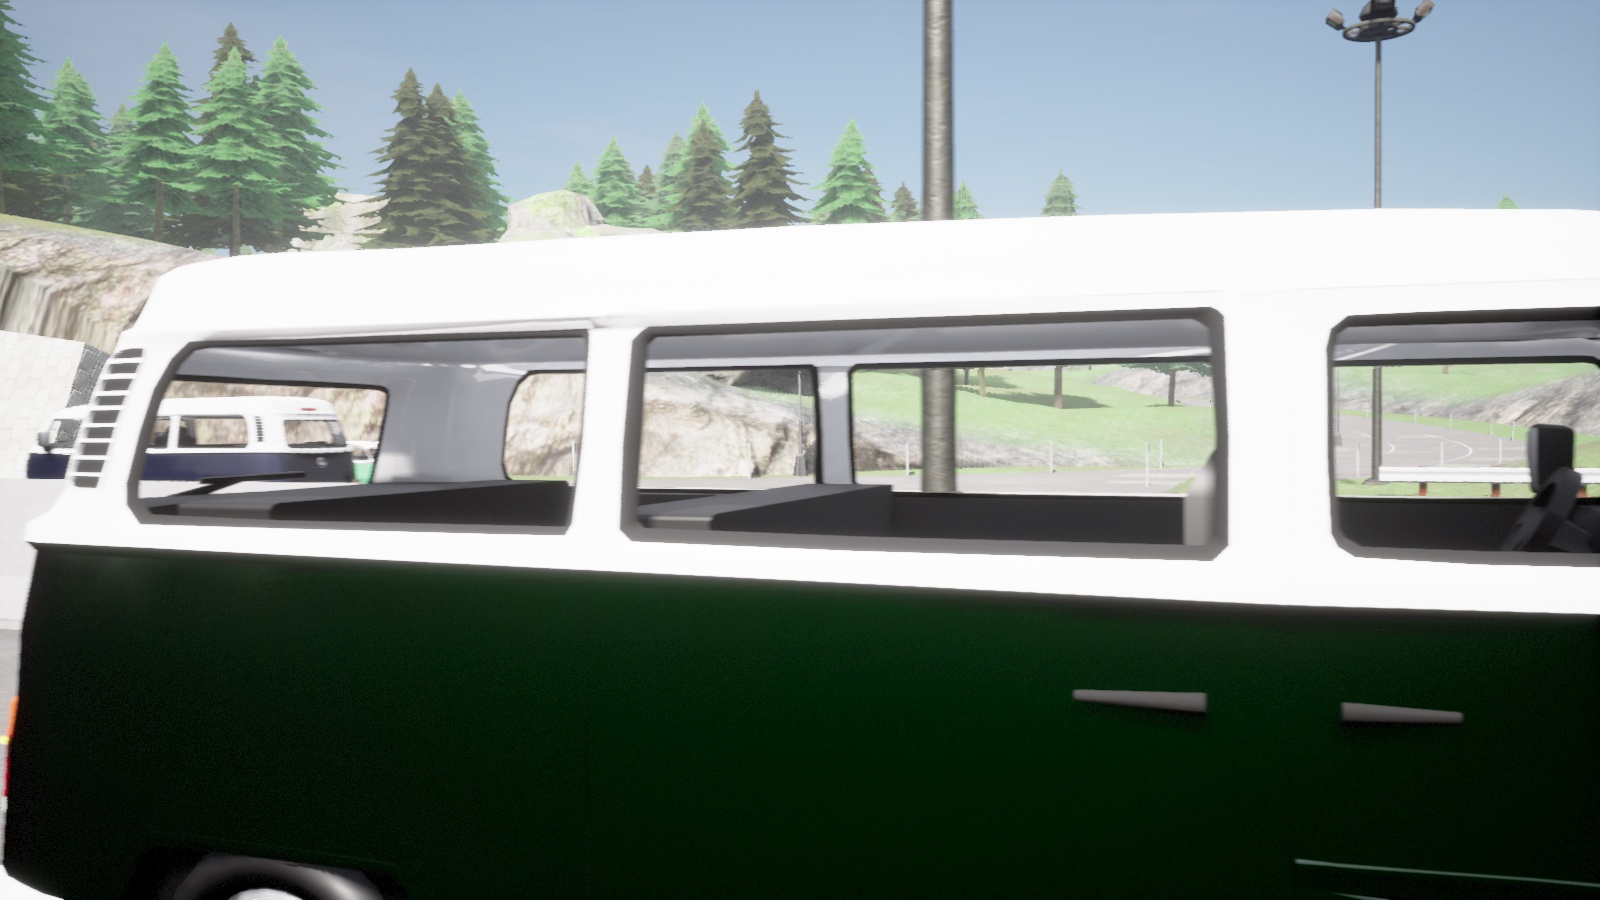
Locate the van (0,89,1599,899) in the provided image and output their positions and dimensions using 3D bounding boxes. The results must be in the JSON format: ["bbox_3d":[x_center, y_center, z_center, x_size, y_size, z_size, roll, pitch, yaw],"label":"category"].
[{"bbox_3d":[0.344,0.502,3.073,4.480,2.038,2.069,0,1,19],"label":"van"}]

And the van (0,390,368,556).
[{"bbox_3d":[-8.429,0.243,17.102,4.480,2.038,2.069,1,1,19],"label":"van"}]
